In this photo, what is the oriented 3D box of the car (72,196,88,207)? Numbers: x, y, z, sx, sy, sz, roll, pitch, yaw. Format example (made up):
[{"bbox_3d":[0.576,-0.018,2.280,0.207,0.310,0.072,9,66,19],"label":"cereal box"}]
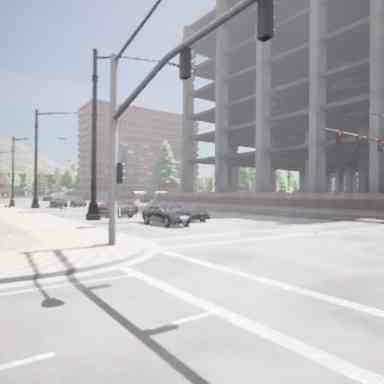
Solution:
[{"bbox_3d":[-18.446,1.727,53.979,1.812,1.442,4.674,1,-1,-35],"label":"car"}]

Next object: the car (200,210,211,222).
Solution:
[{"bbox_3d":[-0.683,1.743,28.415,2.033,1.411,5.357,1,0,-35],"label":"car"}]

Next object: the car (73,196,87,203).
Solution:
[{"bbox_3d":[-26.027,1.654,77.062,1.812,1.442,4.674,1,-1,-35],"label":"car"}]

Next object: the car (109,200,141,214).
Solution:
[{"bbox_3d":[-7.849,1.702,38.664,1.837,1.490,4.892,1,0,-35],"label":"car"}]

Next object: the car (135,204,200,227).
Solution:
[{"bbox_3d":[-1.890,1.643,24.052,2.128,1.511,4.902,1,-1,-35],"label":"car"}]

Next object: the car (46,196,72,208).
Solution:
[{"bbox_3d":[-20.072,1.664,50.163,1.837,1.490,4.892,1,-1,-34],"label":"car"}]

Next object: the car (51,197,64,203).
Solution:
[{"bbox_3d":[-32.395,1.842,80.060,1.895,1.301,4.718,1,-1,-35],"label":"car"}]

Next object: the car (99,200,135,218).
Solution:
[{"bbox_3d":[-7.232,1.509,31.675,2.097,1.767,4.553,1,-1,-35],"label":"car"}]
